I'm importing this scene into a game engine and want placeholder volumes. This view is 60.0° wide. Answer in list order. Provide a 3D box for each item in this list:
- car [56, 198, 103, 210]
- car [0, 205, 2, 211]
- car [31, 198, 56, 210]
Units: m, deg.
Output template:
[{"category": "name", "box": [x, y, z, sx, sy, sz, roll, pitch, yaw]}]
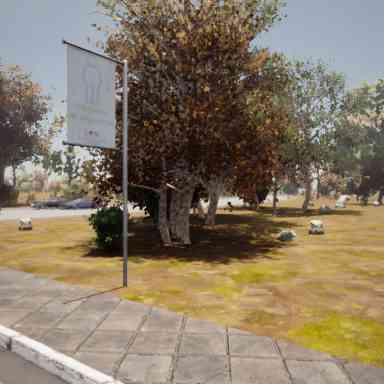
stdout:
[{"category": "car", "box": [-13.875, 1.530, 42.125, 2.033, 1.411, 5.357, 0, 0, 38]}, {"category": "car", "box": [-21.596, 1.547, 32.420, 2.033, 1.411, 5.357, 0, 0, 39]}, {"category": "car", "box": [-18.010, 1.478, 42.551, 2.128, 1.511, 4.902, 0, 0, 38]}]
